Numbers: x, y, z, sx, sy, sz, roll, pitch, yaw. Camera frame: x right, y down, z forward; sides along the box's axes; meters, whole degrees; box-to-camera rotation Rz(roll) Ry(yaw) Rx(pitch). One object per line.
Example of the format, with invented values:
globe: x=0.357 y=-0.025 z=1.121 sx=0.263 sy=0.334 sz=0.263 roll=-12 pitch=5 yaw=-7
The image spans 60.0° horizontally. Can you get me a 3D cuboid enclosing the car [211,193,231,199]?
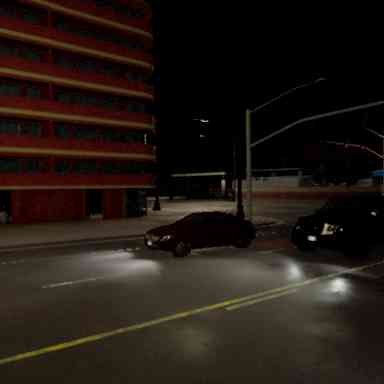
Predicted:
car: x=7.143 y=0.868 z=77.915 sx=3.806 sy=1.475 sz=1.970 roll=-1 pitch=1 yaw=-35

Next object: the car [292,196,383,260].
car: x=6.224 y=1.182 z=12.617 sx=5.566 sy=2.045 sz=2.150 roll=0 pitch=0 yaw=-35

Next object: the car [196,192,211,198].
car: x=3.168 y=0.720 z=82.133 sx=4.611 sy=1.667 sz=2.242 roll=-1 pitch=1 yaw=-35

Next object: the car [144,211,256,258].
car: x=0.446 y=1.500 z=12.850 sx=4.674 sy=1.442 sz=1.812 roll=0 pitch=0 yaw=-35
